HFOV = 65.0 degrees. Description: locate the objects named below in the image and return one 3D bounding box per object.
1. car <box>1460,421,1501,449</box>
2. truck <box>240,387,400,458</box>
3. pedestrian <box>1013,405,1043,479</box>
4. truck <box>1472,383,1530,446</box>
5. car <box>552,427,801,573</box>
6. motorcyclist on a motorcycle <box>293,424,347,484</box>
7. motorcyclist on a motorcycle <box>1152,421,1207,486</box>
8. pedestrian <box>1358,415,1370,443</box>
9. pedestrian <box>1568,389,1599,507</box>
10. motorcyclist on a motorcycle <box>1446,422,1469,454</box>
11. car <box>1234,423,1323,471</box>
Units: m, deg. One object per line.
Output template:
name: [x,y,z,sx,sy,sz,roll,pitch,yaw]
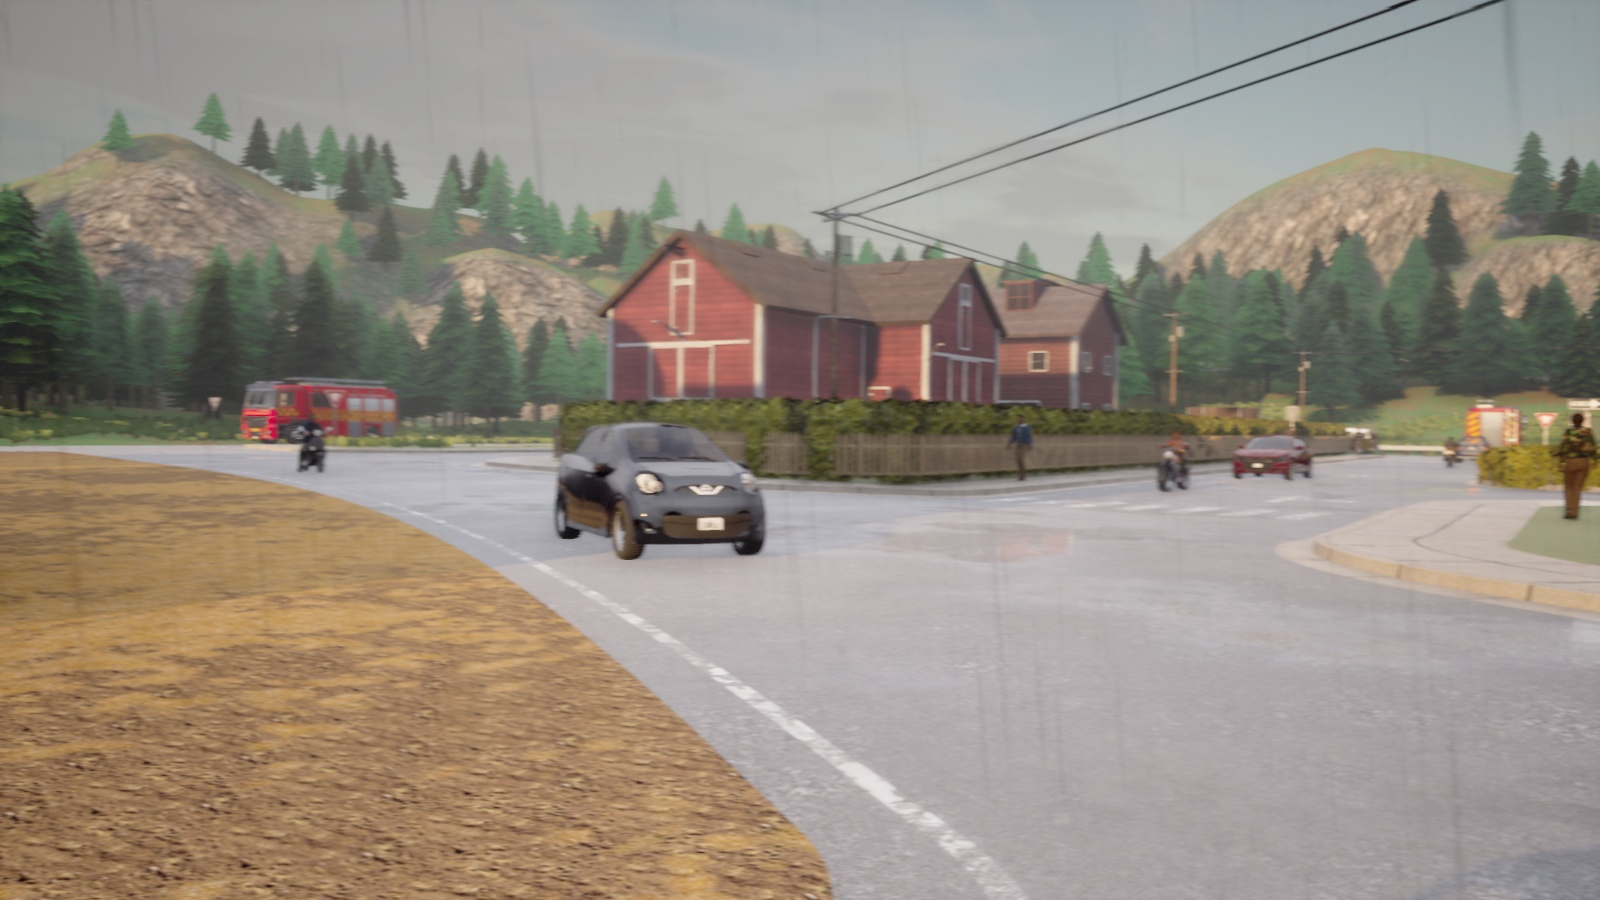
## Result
car: [38.559,-0.859,71.147,1.789,1.549,3.705,0,1,33]
truck: [-27.390,-1.597,72.125,2.891,3.827,8.468,0,1,33]
pedestrian: [6.158,-0.221,33.902,0.423,1.949,0.788,0,1,42]
truck: [45.160,-2.234,80.830,2.891,3.827,8.468,0,1,32]
car: [-1.606,0.480,15.038,1.845,1.501,3.633,-1,1,-25]
motorcyclist on a motorcycle: [-13.050,0.087,34.109,0.866,1.590,1.817,-1,2,-38]
motorcyclist on a motorcycle: [9.956,0.061,32.849,0.766,1.649,2.350,0,1,33]
pedestrian: [37.318,-1.390,83.136,0.563,1.883,0.849,0,1,37]
pedestrian: [13.104,-0.043,21.012,0.395,1.930,0.692,0,1,28]
motorcyclist on a motorcycle: [31.217,-0.580,59.646,0.797,1.523,2.044,0,1,33]
car: [16.456,-0.154,43.030,1.882,1.535,5.008,0,1,33]
